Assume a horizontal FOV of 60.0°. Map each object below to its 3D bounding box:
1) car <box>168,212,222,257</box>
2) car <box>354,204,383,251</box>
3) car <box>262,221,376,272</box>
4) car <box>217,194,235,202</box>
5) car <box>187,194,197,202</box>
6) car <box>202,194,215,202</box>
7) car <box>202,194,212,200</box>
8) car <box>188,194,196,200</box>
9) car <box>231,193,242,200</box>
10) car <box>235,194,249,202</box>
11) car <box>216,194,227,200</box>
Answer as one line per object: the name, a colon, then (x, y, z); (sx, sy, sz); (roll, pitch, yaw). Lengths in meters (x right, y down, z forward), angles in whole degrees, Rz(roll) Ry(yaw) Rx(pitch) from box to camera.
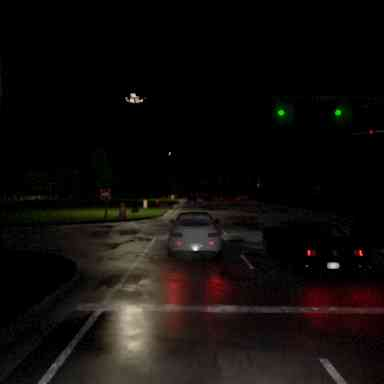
car: (0.106, 1.495, 12.599); (1.812, 1.442, 4.674); (0, 0, 0)
car: (7.100, 1.195, 10.352); (2.150, 2.045, 5.566); (0, 0, 0)
car: (3.601, 1.575, 10.676); (1.895, 1.301, 4.718); (0, 0, 0)
car: (7.025, 1.183, 68.792); (2.097, 1.767, 4.553); (0, 0, 0)
car: (0.025, 1.378, 68.408); (2.033, 1.411, 5.357); (0, 0, 0)
car: (3.525, 1.184, 68.793); (2.097, 1.767, 4.553); (0, 0, 0)
car: (3.529, 1.169, 78.826); (2.128, 1.511, 4.902); (0, 0, 0)
car: (0.029, 1.144, 78.827); (1.837, 1.490, 4.892); (0, 0, 0)
car: (10.529, 1.121, 78.824); (1.882, 1.535, 5.008); (0, 0, 0)
car: (10.525, 1.306, 68.404); (1.882, 1.535, 5.008); (0, 0, 0)
car: (7.029, 1.168, 78.825); (2.128, 1.511, 4.902); (0, 0, 0)
